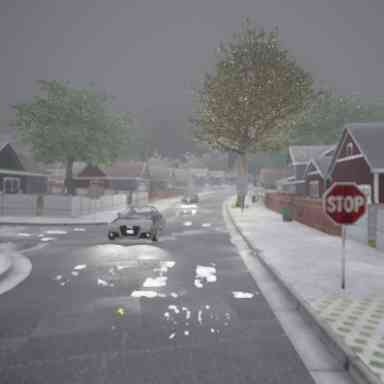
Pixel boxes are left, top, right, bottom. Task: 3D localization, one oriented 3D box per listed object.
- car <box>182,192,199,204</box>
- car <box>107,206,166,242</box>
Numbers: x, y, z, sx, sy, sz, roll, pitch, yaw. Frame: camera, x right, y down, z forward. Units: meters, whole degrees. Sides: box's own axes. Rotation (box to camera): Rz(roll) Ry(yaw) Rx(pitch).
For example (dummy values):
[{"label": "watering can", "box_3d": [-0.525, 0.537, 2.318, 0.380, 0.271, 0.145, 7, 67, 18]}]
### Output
[{"label": "car", "box_3d": [-0.175, 0.743, 42.705, 2.128, 1.511, 4.902, 0, 1, 6]}, {"label": "car", "box_3d": [-2.325, 1.320, 14.861, 1.994, 1.385, 4.181, 1, 1, 2]}]
